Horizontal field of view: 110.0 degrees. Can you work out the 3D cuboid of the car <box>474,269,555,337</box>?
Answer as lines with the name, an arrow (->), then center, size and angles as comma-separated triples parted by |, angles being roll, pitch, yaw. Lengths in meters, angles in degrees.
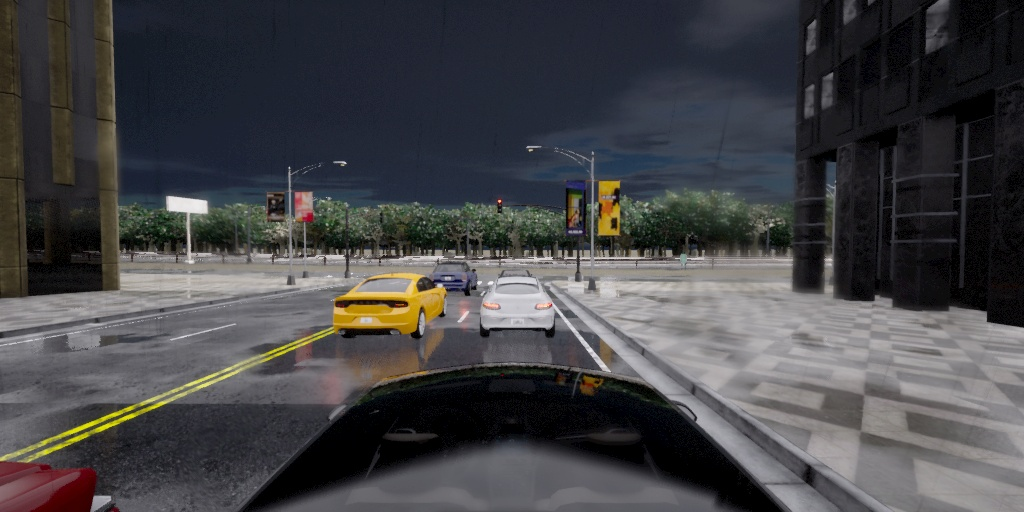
car -> 0.138, 1.271, 10.166 | 1.812, 1.442, 4.674 | 0, 0, 0

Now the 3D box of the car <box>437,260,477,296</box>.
car -> -3.072, 1.093, 19.339 | 2.097, 1.767, 4.553 | 0, 0, 0

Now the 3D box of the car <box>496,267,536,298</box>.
car -> 0.180, 1.342, 19.328 | 1.895, 1.301, 4.718 | 0, 0, 0

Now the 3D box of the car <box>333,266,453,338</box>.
car -> -3.114, 1.223, 10.157 | 1.882, 1.535, 5.008 | 0, 0, 0
